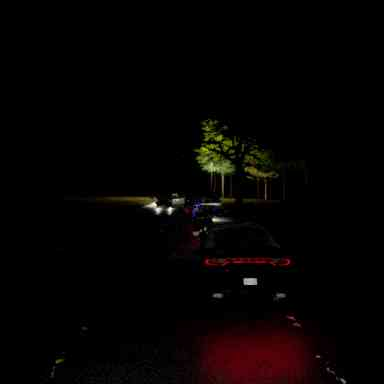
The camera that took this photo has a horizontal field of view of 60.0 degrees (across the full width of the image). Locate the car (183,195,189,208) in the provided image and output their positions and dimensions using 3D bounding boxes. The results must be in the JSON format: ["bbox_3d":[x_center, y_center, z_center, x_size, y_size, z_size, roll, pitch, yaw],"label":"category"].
[{"bbox_3d":[-0.128,1.326,45.214,2.128,1.511,4.902,0,0,0],"label":"car"}]

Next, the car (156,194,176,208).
[{"bbox_3d":[-3.759,1.185,45.544,2.097,1.767,4.553,0,0,-1],"label":"car"}]

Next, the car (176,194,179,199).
[{"bbox_3d":[-4.158,1.125,81.866,1.994,1.385,4.181,0,1,-1],"label":"car"}]

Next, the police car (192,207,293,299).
[{"bbox_3d":[1.057,1.416,8.614,1.930,1.638,5.238,0,0,0],"label":"police car"}]

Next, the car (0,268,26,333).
[{"bbox_3d":[-3.598,1.546,3.009,2.033,1.411,5.357,0,0,0],"label":"car"}]

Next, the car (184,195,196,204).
[{"bbox_3d":[-0.307,1.300,59.623,2.033,1.411,5.357,0,0,-1],"label":"car"}]

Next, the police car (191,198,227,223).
[{"bbox_3d":[1.047,1.391,18.620,1.930,1.638,5.238,0,0,0],"label":"police car"}]

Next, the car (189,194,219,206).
[{"bbox_3d":[1.028,1.167,24.542,2.150,2.045,5.566,0,0,0],"label":"car"}]
